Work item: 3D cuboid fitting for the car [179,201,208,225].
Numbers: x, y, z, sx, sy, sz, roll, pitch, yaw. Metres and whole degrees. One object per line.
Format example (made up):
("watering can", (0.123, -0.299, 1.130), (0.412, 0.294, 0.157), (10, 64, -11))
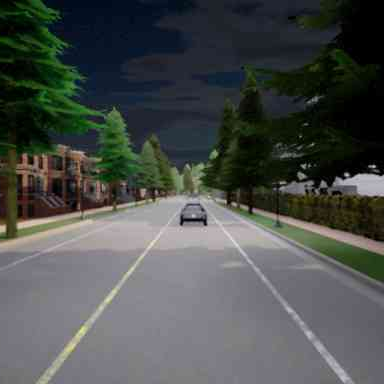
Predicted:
("car", (0.111, 1.577, 24.516), (1.994, 1.385, 4.181), (0, 0, 0))

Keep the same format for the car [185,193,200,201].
("car", (0.152, 1.251, 53.020), (2.150, 2.045, 5.566), (0, 0, 0))
